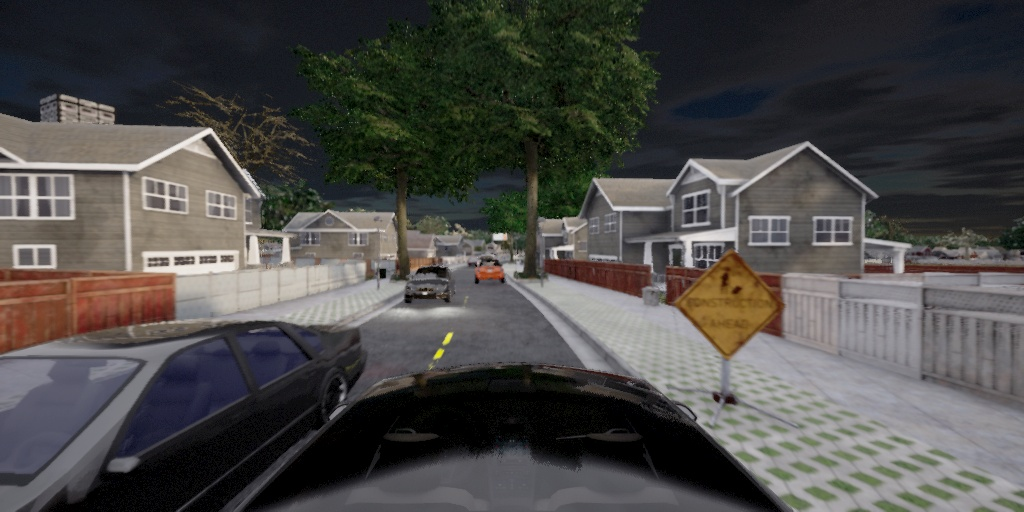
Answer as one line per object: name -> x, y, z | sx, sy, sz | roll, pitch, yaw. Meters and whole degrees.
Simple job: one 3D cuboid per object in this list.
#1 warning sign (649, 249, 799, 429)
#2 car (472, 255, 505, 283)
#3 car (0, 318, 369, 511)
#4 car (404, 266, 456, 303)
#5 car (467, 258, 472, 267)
warning sign -> 2.512, 0.846, 4.243 | 1.300, 1.860, 1.060 | 0, 0, -1
car -> -1.711, 1.011, 26.896 | 2.097, 1.767, 4.553 | 0, 0, -5
car -> -2.942, 1.304, 2.840 | 2.033, 1.411, 5.357 | 0, 0, -1
car -> -3.613, 1.216, 16.439 | 1.837, 1.490, 4.892 | 0, 0, -5
car -> -6.412, 1.073, 60.439 | 1.882, 1.535, 5.008 | 0, 0, 0
